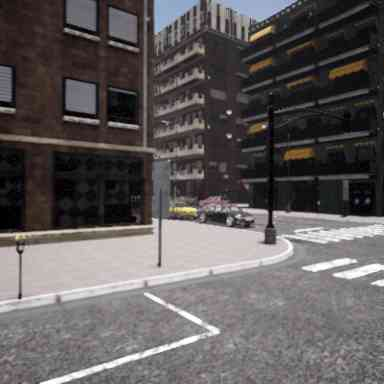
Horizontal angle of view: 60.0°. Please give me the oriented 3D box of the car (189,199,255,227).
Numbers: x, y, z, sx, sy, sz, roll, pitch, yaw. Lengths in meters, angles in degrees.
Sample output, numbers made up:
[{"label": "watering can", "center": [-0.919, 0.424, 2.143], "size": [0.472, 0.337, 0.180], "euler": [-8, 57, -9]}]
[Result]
[{"label": "car", "center": [2.087, 1.405, 21.233], "size": [2.008, 1.369, 4.403], "euler": [1, 0, -36]}]

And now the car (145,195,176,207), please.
[{"label": "car", "center": [-4.232, 1.144, 44.141], "size": [2.008, 1.369, 4.403], "euler": [1, 0, -36]}]

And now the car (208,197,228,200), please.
[{"label": "car", "center": [2.326, 1.186, 35.141], "size": [1.967, 1.590, 4.097], "euler": [1, 0, -36]}]

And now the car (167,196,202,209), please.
[{"label": "car", "center": [-0.954, 1.220, 39.641], "size": [2.008, 1.369, 4.403], "euler": [1, 0, -36]}]

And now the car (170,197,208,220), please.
[{"label": "car", "center": [-1.090, 1.304, 25.595], "size": [1.752, 1.417, 4.829], "euler": [1, 0, -36]}]
